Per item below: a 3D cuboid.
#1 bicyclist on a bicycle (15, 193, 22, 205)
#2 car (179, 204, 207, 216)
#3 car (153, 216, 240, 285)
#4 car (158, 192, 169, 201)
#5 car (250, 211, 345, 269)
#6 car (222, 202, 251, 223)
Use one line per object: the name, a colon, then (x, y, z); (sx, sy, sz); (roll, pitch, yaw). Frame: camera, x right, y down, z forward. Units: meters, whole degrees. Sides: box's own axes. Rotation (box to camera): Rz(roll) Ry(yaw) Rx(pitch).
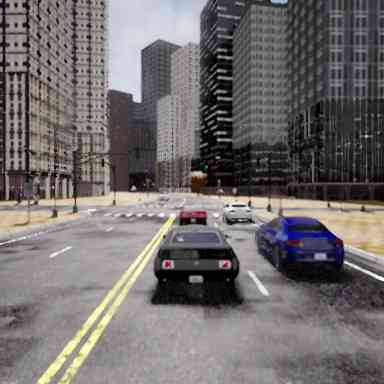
bicyclist on a bicycle: (-24.739, 1.014, 47.474); (0.582, 1.620, 1.656); (0, 1, 1)
car: (0.084, 1.546, 23.878); (1.895, 1.301, 4.718); (0, 0, 0)
car: (0.094, 1.581, 9.346); (1.895, 1.301, 4.718); (0, 0, 0)
car: (-6.565, 0.976, 77.498); (2.150, 2.045, 5.566); (0, 0, 0)
car: (3.340, 1.503, 10.947); (1.812, 1.442, 4.674); (0, 0, 0)
car: (3.332, 1.467, 25.039); (1.812, 1.442, 4.674); (0, 0, 0)
